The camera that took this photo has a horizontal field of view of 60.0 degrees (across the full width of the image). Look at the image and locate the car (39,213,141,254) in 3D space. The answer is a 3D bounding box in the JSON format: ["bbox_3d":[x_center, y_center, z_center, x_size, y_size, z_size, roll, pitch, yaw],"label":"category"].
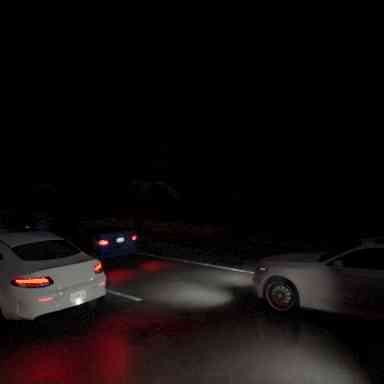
[{"bbox_3d":[-4.149,1.429,11.310,5.357,1.411,2.033,1,1,36],"label":"car"}]

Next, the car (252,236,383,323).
[{"bbox_3d":[3.375,1.524,5.884,4.674,1.442,1.812,0,0,36],"label":"car"}]

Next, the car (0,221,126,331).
[{"bbox_3d":[-3.677,1.454,6.651,4.674,1.442,1.812,1,1,36],"label":"car"}]
